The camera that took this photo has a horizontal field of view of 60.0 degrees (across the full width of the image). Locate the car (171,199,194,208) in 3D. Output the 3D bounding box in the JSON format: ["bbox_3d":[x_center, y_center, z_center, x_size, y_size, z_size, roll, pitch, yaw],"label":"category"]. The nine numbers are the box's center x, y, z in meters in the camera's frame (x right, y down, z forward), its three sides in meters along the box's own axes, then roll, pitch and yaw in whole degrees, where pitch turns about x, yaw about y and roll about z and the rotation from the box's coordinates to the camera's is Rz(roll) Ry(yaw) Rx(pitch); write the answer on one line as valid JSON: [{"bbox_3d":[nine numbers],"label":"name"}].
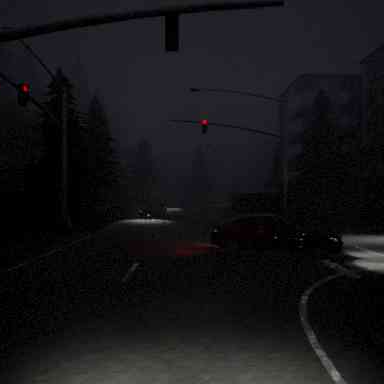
[{"bbox_3d":[-1.309,1.601,47.487,1.895,1.301,4.718,0,0,21],"label":"car"}]

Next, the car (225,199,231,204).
[{"bbox_3d":[8.524,1.554,61.693,5.357,1.411,2.033,0,0,-40],"label":"car"}]

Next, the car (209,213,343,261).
[{"bbox_3d":[2.953,1.526,12.178,4.674,1.442,1.812,0,1,19],"label":"car"}]

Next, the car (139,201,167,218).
[{"bbox_3d":[-3.468,1.547,30.306,2.033,1.411,5.357,0,0,3],"label":"car"}]
